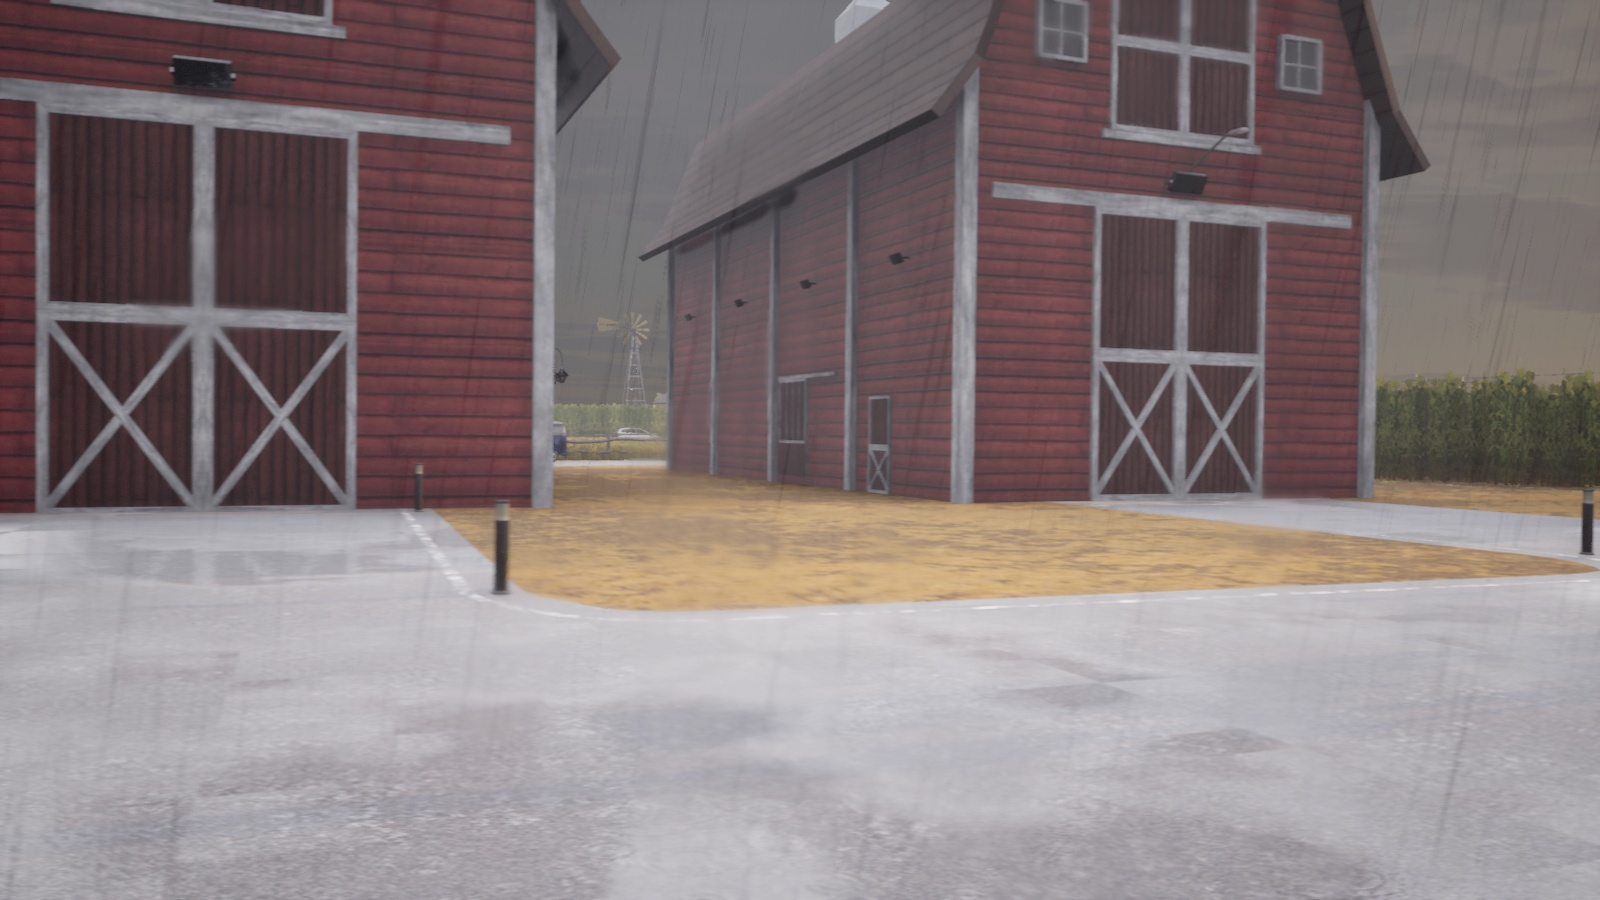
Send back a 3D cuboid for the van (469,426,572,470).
[{"bbox_3d":[-13.231,-0.128,59.480,4.442,1.987,1.775,-1,1,-24],"label":"van"}]
